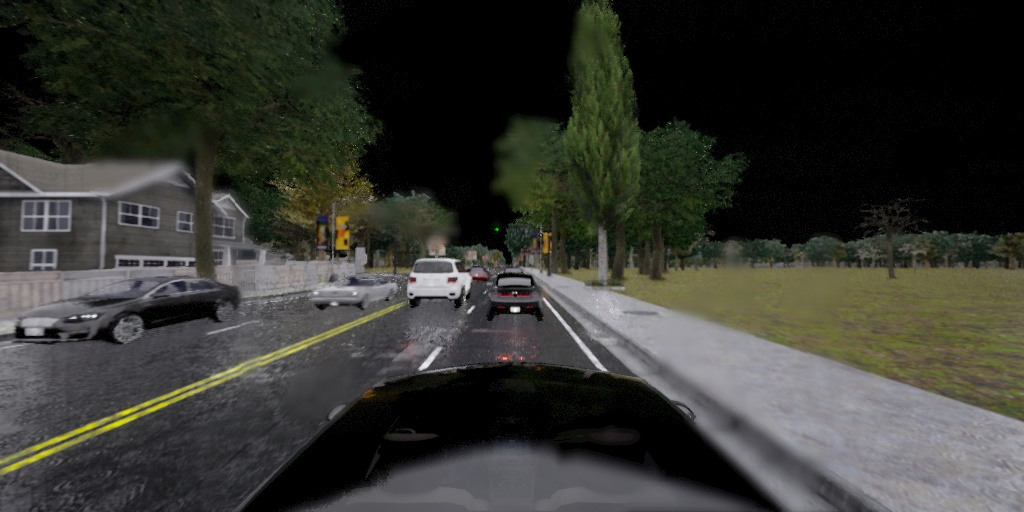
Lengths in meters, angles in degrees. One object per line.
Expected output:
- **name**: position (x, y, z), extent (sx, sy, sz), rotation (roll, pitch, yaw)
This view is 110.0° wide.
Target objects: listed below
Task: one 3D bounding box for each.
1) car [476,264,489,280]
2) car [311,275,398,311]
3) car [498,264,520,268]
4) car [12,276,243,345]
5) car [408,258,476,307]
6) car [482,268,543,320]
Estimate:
- **car**: position (-3.156, 1.695, 33.931), extent (1.994, 1.385, 4.181), rotation (0, -1, 0)
- **car**: position (-6.602, 1.501, 15.542), extent (1.895, 1.301, 4.718), rotation (0, -1, 0)
- **car**: position (0.095, 1.618, 29.531), extent (2.033, 1.411, 5.357), rotation (0, -1, 0)
- **car**: position (-9.851, 1.328, 9.852), extent (2.128, 1.511, 4.902), rotation (0, -1, 0)
- **car**: position (-3.154, 1.134, 16.618), extent (2.150, 2.045, 5.566), rotation (0, -1, 0)
- **car**: position (0.097, 1.382, 13.294), extent (1.837, 1.490, 4.892), rotation (0, 0, 0)
